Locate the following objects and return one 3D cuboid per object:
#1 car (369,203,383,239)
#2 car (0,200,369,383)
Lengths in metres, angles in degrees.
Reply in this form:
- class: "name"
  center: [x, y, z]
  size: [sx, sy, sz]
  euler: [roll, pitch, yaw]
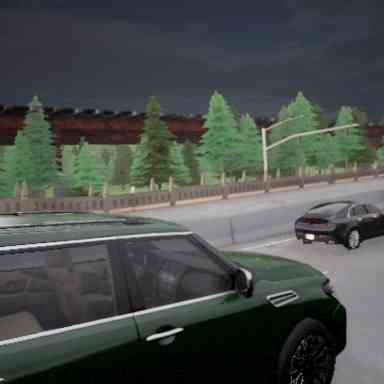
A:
- class: "car"
  center: [5.786, 1.062, 12.200]
  size: [4.892, 1.490, 1.837]
  euler: [-4, 2, -36]
- class: "car"
  center: [-0.874, 1.209, 3.128]
  size: [5.566, 2.045, 2.150]
  euler: [-2, 1, -35]
